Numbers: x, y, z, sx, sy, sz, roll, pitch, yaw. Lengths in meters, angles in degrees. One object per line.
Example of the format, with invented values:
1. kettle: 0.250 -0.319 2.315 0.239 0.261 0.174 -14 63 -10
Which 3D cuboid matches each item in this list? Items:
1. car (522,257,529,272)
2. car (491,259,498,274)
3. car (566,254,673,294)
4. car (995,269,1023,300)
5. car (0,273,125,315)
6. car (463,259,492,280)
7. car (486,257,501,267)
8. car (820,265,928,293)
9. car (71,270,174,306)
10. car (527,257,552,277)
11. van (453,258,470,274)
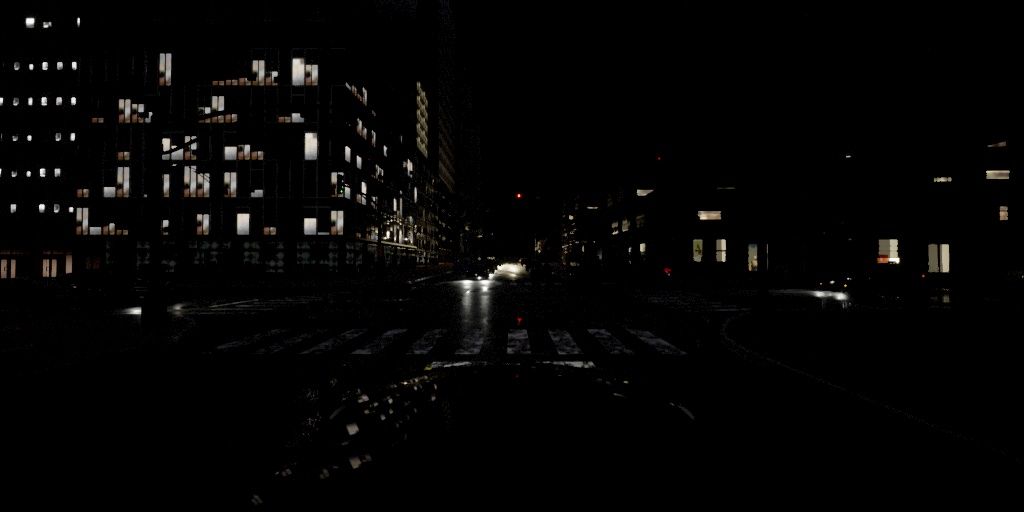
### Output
1. car: 2.772 1.070 46.336 2.192 1.841 5.009 0 0 0
2. car: -3.025 1.319 42.036 1.994 1.385 4.181 0 0 0
3. car: 5.811 0.956 19.722 5.566 2.045 2.150 -1 0 14
4. car: 20.709 0.994 12.751 4.829 1.417 1.751 0 0 1
5. car: -17.399 1.412 13.186 4.207 1.307 1.802 0 0 1
6. car: -3.019 1.280 32.087 1.812 1.442 4.674 0 0 -1
7. car: -3.005 1.303 52.316 2.033 1.411 5.357 0 0 0
8. car: 18.606 1.153 18.577 4.181 1.385 1.994 -1 -1 1
9. car: -17.868 1.359 15.798 5.008 1.535 1.882 -1 -1 1
10. car: 2.751 1.194 34.988 1.967 1.591 4.097 0 0 0
11. van: -5.619 1.096 40.639 1.690 1.789 3.998 0 0 0
